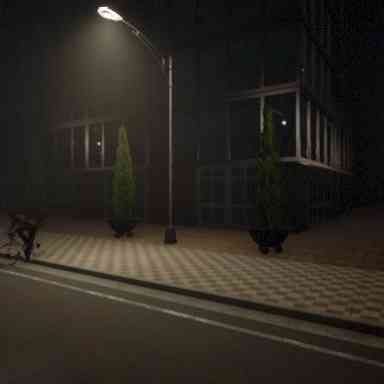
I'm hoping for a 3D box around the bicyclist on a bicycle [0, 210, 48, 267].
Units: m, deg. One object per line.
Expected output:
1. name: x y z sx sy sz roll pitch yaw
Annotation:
1. bicyclist on a bicycle: -5.218 1.332 10.170 0.582 1.620 1.656 0 10 33
